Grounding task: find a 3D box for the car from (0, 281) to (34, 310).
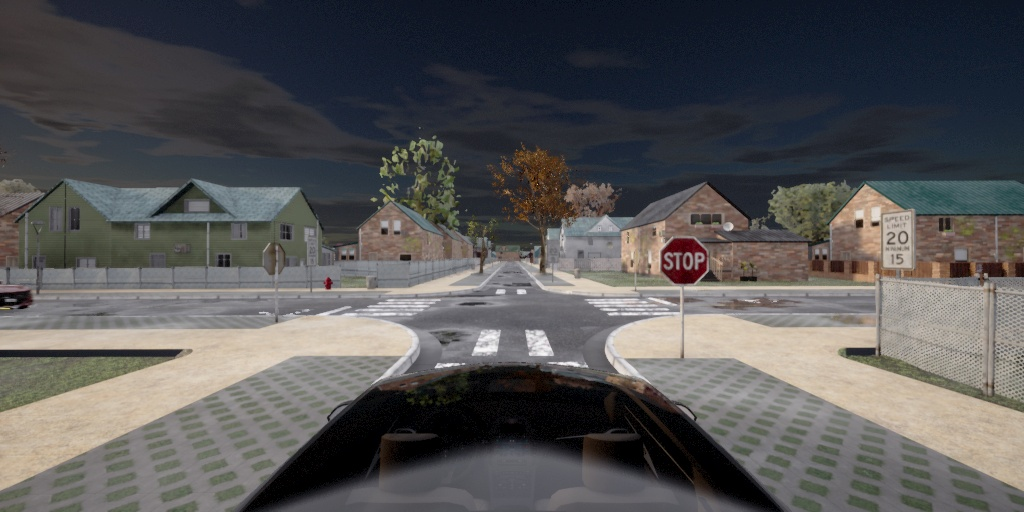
[{"bbox_3d":[-20.825,1.357,13.165,5.008,1.535,1.882,0,0,1],"label":"car"}]
